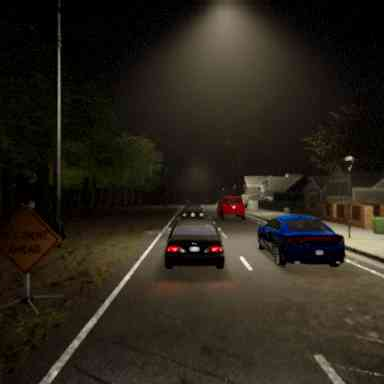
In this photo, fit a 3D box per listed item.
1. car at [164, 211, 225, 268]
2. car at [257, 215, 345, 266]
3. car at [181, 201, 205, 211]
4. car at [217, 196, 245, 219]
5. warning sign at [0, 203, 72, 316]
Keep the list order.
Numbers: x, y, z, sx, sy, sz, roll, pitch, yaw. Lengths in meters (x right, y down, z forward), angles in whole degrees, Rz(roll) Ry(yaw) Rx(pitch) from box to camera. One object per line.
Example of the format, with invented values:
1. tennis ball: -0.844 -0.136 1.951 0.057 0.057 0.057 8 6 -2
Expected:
1. car: 0.080 1.624 11.572 2.033 1.411 5.357 0 0 0
2. car: 3.594 1.556 11.835 1.882 1.535 5.008 0 0 0
3. car: 0.075 1.727 26.956 2.033 1.411 5.357 0 0 0
4. car: 3.586 1.430 31.109 2.150 2.045 5.566 0 0 0
5. warning sign: -3.053 1.157 6.140 1.300 1.860 1.060 0 0 0
